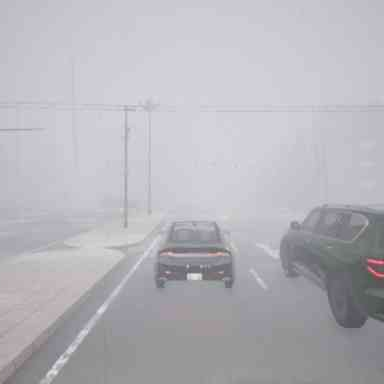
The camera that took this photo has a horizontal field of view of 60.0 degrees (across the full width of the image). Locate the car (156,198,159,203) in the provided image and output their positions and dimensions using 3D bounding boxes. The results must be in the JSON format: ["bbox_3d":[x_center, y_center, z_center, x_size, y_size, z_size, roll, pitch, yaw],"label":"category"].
[{"bbox_3d":[-9.193,2.049,81.884,1.895,1.301,4.718,0,0,0],"label":"car"}]

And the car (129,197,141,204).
[{"bbox_3d":[-12.706,1.889,74.196,1.882,1.535,5.008,0,0,0],"label":"car"}]

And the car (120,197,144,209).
[{"bbox_3d":[-9.128,1.830,50.985,2.033,1.411,5.357,0,0,-1],"label":"car"}]

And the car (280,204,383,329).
[{"bbox_3d":[3.557,1.263,7.154,2.150,2.045,5.566,0,0,0],"label":"car"}]

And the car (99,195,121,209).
[{"bbox_3d":[-12.631,1.505,51.315,2.150,2.045,5.566,0,0,-1],"label":"car"}]

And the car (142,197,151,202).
[{"bbox_3d":[-12.675,2.040,93.079,1.812,1.442,4.674,0,0,0],"label":"car"}]

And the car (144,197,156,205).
[{"bbox_3d":[-9.215,1.926,68.282,2.033,1.411,5.357,0,0,0],"label":"car"}]

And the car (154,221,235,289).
[{"bbox_3d":[0.072,1.545,9.299,2.128,1.511,4.902,0,0,0],"label":"car"}]

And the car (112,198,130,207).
[{"bbox_3d":[-12.676,1.821,59.462,2.128,1.511,4.902,0,0,0],"label":"car"}]
